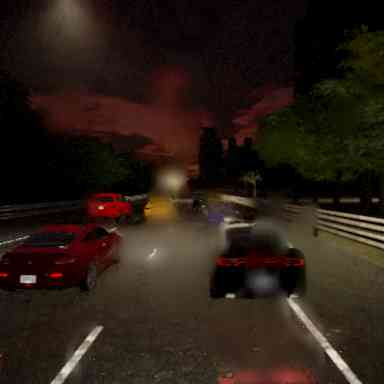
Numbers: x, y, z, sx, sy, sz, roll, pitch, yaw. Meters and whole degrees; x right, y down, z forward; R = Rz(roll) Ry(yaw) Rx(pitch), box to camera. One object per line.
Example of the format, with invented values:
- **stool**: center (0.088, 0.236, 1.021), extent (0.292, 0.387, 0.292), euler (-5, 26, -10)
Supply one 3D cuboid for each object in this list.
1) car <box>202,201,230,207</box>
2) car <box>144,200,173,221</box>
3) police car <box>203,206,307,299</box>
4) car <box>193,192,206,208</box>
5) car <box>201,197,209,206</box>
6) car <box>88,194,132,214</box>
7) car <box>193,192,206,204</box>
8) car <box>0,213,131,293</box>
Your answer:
- **car**: center (1.642, 1.467, 18.471), extent (1.812, 1.442, 4.674), euler (0, 0, 2)
- **car**: center (-2.613, 1.412, 26.817), extent (1.882, 1.535, 5.008), euler (0, 0, 1)
- **police car**: center (1.357, 1.397, 8.540), extent (1.930, 1.638, 5.238), euler (0, 0, 2)
- **car**: center (1.156, 1.201, 44.109), extent (2.097, 1.767, 4.553), euler (0, 0, 1)
- **car**: center (1.792, 1.399, 24.496), extent (1.882, 1.535, 5.008), euler (0, 0, 1)
- **car**: center (-6.145, 1.178, 25.383), extent (2.150, 2.045, 5.566), euler (0, 0, 1)
- **car**: center (1.315, 0.996, 59.324), extent (2.150, 2.045, 5.566), euler (0, 0, 0)
- **car**: center (-3.096, 1.519, 8.748), extent (1.812, 1.442, 4.674), euler (0, 0, 2)
